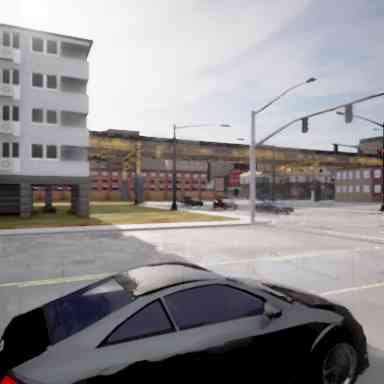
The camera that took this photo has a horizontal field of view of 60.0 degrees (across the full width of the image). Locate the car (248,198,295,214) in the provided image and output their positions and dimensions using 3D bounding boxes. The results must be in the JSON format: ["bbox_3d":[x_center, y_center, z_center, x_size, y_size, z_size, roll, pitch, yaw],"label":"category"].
[{"bbox_3d":[8.820,1.649,36.599,2.033,1.411,5.357,0,0,-26],"label":"car"}]

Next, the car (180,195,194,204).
[{"bbox_3d":[-1.021,1.489,67.935,2.097,1.767,4.553,0,0,9],"label":"car"}]

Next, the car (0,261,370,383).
[{"bbox_3d":[0.056,1.571,3.928,4.181,1.385,1.994,0,0,-27],"label":"car"}]

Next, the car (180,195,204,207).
[{"bbox_3d":[0.266,1.663,55.029,2.033,1.411,5.357,0,0,-20],"label":"car"}]

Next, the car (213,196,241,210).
[{"bbox_3d":[4.494,1.634,45.676,1.812,1.442,4.674,0,0,-25],"label":"car"}]
